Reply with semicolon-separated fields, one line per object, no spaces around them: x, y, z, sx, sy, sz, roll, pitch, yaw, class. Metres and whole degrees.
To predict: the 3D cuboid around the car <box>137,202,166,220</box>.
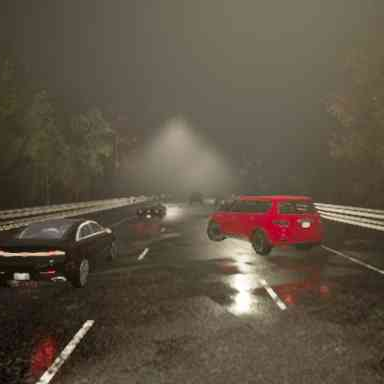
-3.237;1.513;27.413;1.895;1.301;4.718;0;0;1;car

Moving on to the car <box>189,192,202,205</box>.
0.652;1.043;54.815;2.150;2.045;5.566;0;0;2;car

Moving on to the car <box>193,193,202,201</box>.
1.265;1.085;74.961;2.097;1.767;4.553;0;0;2;car

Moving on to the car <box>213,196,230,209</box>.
3.942;1.332;44.894;1.882;1.535;5.008;0;0;1;car

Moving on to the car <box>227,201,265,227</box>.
3.608;1.431;22.987;1.837;1.490;4.892;0;0;1;car

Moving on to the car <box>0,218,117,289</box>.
-3.381;1.463;9.059;2.128;1.511;4.902;0;0;0;car

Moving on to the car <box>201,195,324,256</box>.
2.660;1.177;13.373;2.150;2.045;5.566;0;0;-24;car

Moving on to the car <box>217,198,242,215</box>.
3.747;1.383;33.941;2.128;1.511;4.902;0;0;1;car
